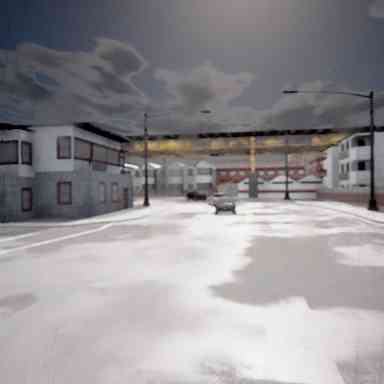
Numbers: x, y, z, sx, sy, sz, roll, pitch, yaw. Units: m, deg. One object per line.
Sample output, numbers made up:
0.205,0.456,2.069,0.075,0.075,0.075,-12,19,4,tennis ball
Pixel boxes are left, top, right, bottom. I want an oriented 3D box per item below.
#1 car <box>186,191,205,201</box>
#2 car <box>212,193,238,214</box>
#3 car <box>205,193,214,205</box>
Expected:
0.716,0.585,50.477,1.882,1.535,5.008,0,1,-21,car
3.043,1.110,30.156,1.837,1.490,4.892,0,1,6,car
3.195,0.870,40.316,1.812,1.442,4.674,0,1,-7,car
